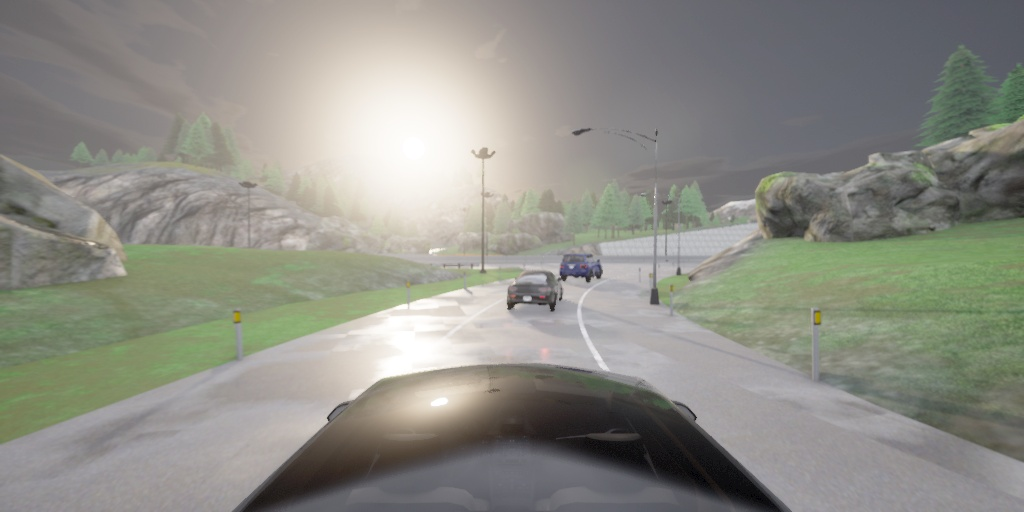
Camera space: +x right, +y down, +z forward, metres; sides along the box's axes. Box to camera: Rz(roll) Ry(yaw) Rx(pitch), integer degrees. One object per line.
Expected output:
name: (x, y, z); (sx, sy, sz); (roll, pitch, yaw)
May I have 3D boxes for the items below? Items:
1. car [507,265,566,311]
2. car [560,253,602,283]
car: (1.022, 1.296, 14.729); (1.812, 1.442, 4.674); (0, 1, 12)
car: (5.302, 0.820, 27.262); (2.150, 2.045, 5.566); (1, 1, 26)
